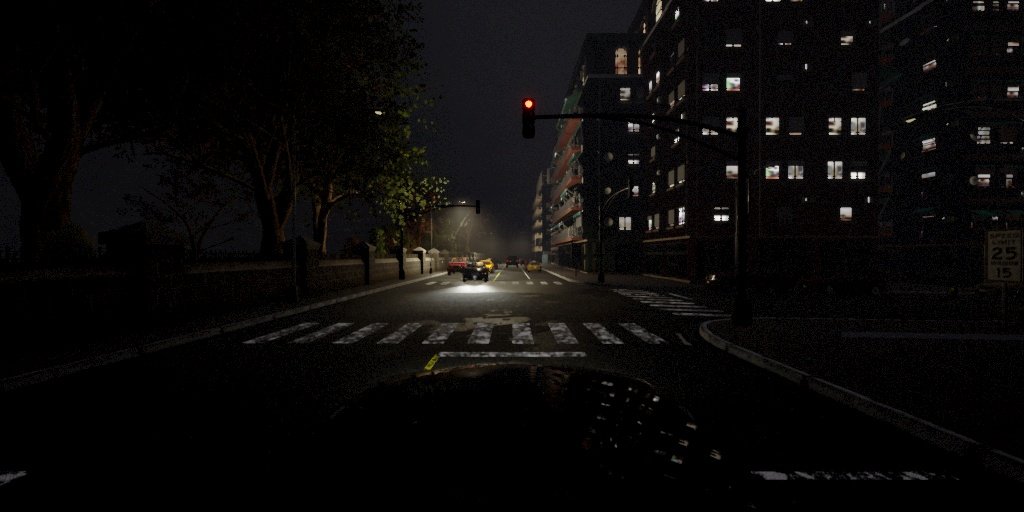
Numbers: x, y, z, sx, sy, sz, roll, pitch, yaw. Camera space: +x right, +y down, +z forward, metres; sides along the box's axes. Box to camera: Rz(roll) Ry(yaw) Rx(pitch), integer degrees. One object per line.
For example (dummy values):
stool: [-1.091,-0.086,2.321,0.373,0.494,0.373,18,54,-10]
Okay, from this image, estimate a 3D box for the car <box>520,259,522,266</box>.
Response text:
car: [2.737,1.315,55.347,2.007,1.370,4.403,0,0,0]

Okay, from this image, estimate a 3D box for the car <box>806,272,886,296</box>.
car: [20.312,1.671,22.159,4.507,1.381,1.888,0,0,0]

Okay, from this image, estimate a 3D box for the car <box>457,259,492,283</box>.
car: [-2.833,1.242,27.926,2.128,1.511,4.902,0,0,-4]

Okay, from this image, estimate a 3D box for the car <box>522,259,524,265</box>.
car: [2.733,1.306,49.811,1.888,1.381,4.507,0,0,0]

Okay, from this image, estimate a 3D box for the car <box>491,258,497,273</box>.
car: [-3.062,1.233,40.751,1.882,1.535,5.008,0,0,0]

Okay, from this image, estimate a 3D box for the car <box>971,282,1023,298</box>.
car: [31.533,1.857,22.184,4.829,1.417,1.751,0,0,0]

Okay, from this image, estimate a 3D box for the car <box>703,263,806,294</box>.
car: [14.617,1.338,22.146,5.009,1.841,2.192,0,0,0]

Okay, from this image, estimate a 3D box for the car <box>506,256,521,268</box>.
car: [0.055,0.992,63.674,2.150,2.045,5.566,0,0,0]

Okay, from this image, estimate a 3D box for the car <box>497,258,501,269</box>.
car: [-3.044,1.289,53.388,1.812,1.442,4.674,0,0,0]

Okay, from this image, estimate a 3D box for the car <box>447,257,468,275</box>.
car: [-5.657,1.069,38.748,2.192,1.841,5.009,0,0,0]

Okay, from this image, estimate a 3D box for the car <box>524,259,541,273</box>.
car: [2.728,1.283,44.447,1.751,1.417,4.829,0,0,0]
